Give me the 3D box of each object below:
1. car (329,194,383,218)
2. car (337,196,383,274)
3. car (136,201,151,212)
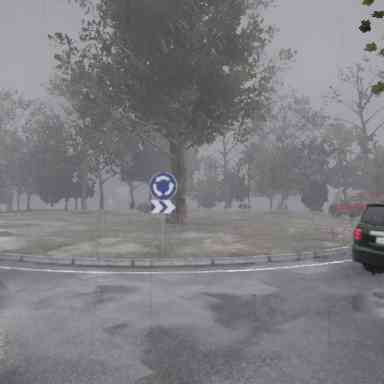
[{"bbox_3d":[13.978,1.218,27.815,2.150,2.045,5.566,1,0,-14],"label":"car"},{"bbox_3d":[6.821,1.223,9.049,5.566,2.045,2.150,0,1,-28],"label":"car"},{"bbox_3d":[-4.364,1.561,38.553,4.181,1.385,1.994,0,0,-7],"label":"car"}]
